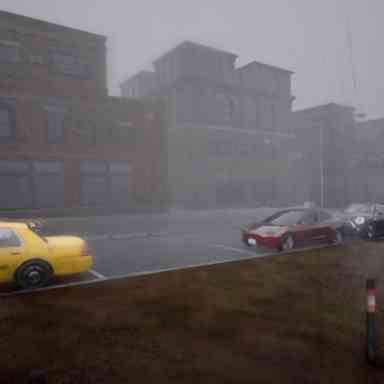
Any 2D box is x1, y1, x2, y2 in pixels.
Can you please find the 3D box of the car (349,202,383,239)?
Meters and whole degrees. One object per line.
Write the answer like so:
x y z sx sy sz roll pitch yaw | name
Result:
8.783 1.312 16.858 4.553 1.767 2.185 1 0 -33 | car

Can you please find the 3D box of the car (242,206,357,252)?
4.230 1.459 13.589 4.792 1.488 2.163 1 0 -33 | car

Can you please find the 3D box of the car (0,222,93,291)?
-4.928 1.320 7.060 5.366 1.575 1.946 1 -1 -33 | car
